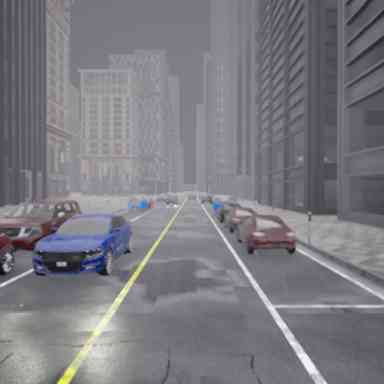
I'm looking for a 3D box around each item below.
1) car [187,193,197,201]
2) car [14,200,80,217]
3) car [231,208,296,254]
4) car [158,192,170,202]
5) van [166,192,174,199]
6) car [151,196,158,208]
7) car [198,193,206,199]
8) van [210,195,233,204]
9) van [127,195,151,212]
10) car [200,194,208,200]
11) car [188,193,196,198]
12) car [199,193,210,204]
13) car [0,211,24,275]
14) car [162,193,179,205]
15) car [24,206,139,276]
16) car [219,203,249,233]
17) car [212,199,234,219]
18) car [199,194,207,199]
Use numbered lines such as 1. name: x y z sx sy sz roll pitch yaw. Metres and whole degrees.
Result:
1. car: 0.028 1.091 72.423 2.128 1.511 4.902 0 0 0
2. car: -5.761 1.251 12.926 2.192 1.841 5.009 0 0 0
3. car: 2.765 1.518 12.928 1.802 1.307 4.206 0 0 0
4. car: -5.741 1.120 63.693 1.967 1.590 4.097 0 0 0
5. van: -5.732 0.895 86.257 1.690 1.788 3.998 0 0 0
6. car: -5.750 1.340 41.131 1.887 1.381 4.507 0 0 0
7. car: 2.795 0.960 91.896 1.967 1.590 4.097 0 0 0
8. van: 2.770 1.193 29.848 1.690 1.788 3.998 0 0 0
9. van: -5.753 1.165 35.490 1.690 1.788 3.998 0 0 0
10. car: 2.791 1.110 80.785 1.752 1.417 4.829 0 0 0
11. car: 0.034 0.996 88.675 1.895 1.301 4.718 0 0 0
12. car: 2.376 1.234 54.148 1.837 1.490 4.892 0 0 0
13. car: -5.763 1.404 7.285 1.967 1.590 4.097 0 0 0
14. car: -3.058 1.290 51.566 2.033 1.411 5.357 0 0 0
15. car: -3.095 1.426 10.390 1.882 1.535 5.008 0 0 0
16. car: 2.767 1.490 18.568 1.802 1.307 4.206 0 0 0
17. car: 2.769 1.446 24.209 1.947 1.339 4.313 0 0 0
18. car: 2.794 1.104 86.255 2.008 1.369 4.403 0 0 0
